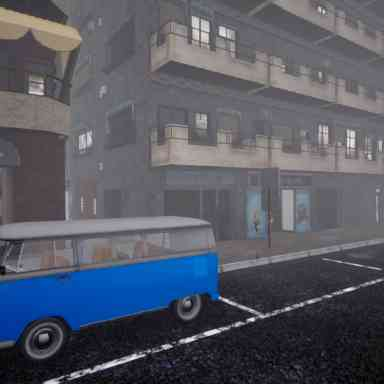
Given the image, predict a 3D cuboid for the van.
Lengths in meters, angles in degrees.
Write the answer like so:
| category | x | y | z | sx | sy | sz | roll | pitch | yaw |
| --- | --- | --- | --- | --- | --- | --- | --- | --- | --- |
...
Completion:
| category | x | y | z | sx | sy | sz | roll | pitch | yaw |
| --- | --- | --- | --- | --- | --- | --- | --- | --- | --- |
| van | -1.416 | 1.341 | 5.557 | 3.998 | 1.788 | 1.690 | 0 | 0 | -35 |
